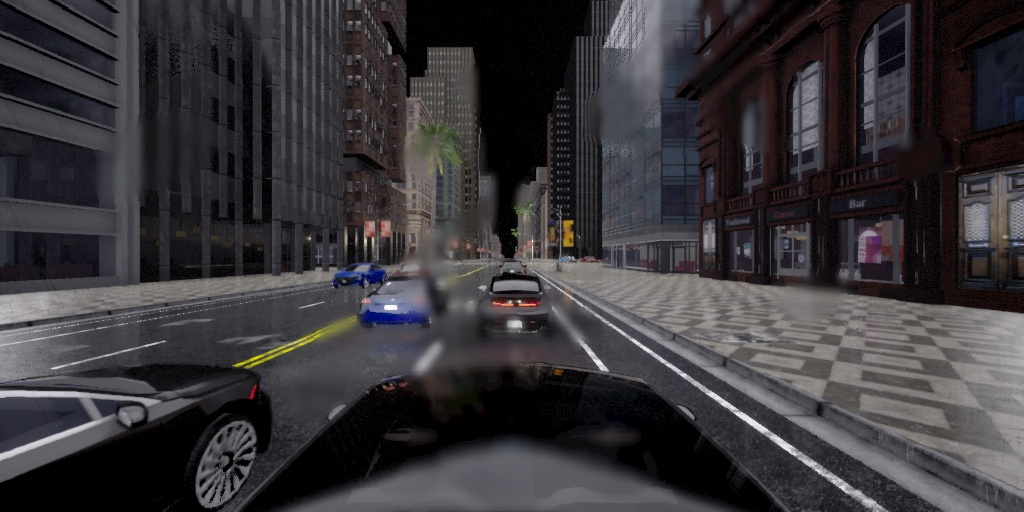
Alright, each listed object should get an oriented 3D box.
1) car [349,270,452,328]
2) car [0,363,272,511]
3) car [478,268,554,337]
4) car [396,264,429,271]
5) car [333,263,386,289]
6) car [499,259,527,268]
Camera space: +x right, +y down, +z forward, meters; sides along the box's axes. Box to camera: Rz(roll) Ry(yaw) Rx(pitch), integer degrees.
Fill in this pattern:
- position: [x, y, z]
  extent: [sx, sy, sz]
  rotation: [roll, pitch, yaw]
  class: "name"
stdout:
- position: [-3.160, 1.313, 11.348]
  extent: [1.994, 1.385, 4.181]
  rotation: [0, 0, 0]
  class: "car"
- position: [-3.148, 1.242, 1.368]
  extent: [2.128, 1.511, 4.902]
  rotation: [0, 0, 0]
  class: "car"
- position: [0.091, 1.254, 10.223]
  extent: [1.837, 1.490, 4.892]
  rotation: [0, 0, 0]
  class: "car"
- position: [-6.627, 1.275, 24.124]
  extent: [1.812, 1.442, 4.674]
  rotation: [0, 0, 0]
  class: "car"
- position: [-9.878, 1.227, 23.618]
  extent: [1.882, 1.535, 5.008]
  rotation: [0, 0, 0]
  class: "car"
- position: [0.058, 1.102, 27.674]
  extent: [2.097, 1.767, 4.553]
  rotation: [0, 0, 1]
  class: "car"
